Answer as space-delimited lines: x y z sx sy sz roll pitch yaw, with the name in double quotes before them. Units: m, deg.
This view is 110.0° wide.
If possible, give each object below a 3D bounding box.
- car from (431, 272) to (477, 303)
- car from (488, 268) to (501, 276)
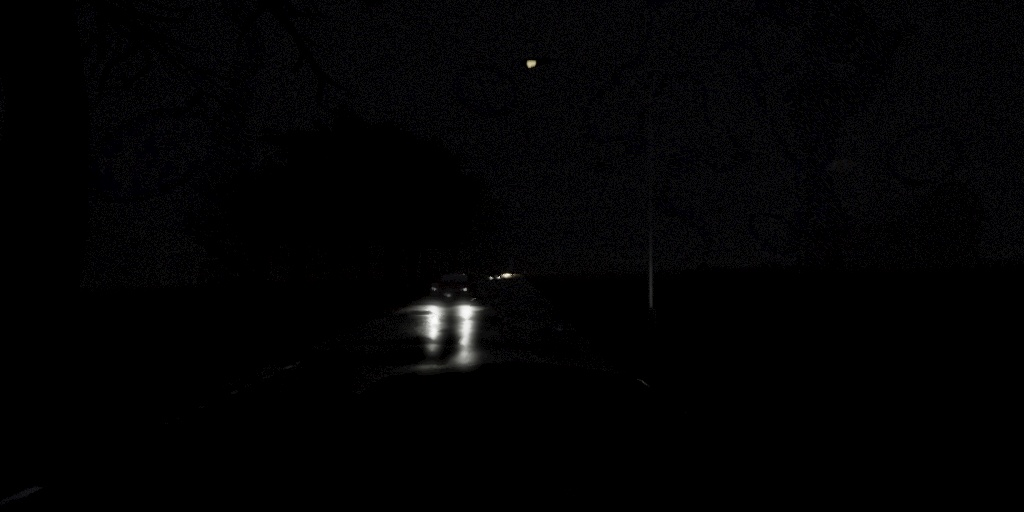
"car" -2.853 1.552 18.508 1.812 1.442 4.674 0 -1 0
"car" -2.799 2.732 60.089 1.994 1.385 4.181 0 -2 1
